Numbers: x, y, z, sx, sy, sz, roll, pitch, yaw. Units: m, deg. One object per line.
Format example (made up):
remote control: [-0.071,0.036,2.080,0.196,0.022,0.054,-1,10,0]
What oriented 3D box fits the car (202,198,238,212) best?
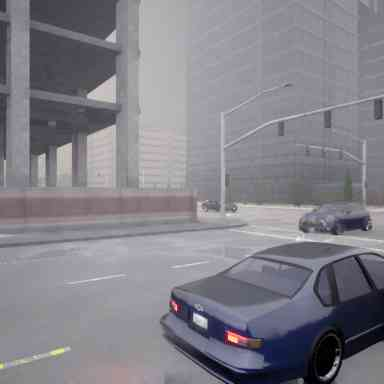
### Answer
car: [3.074,1.505,37.408,1.837,1.490,4.892,0,0,-36]

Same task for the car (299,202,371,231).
car: [7.948,1.352,18.425,4.553,1.767,2.097,0,0,-37]

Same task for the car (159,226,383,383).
car: [2.149,1.547,5.324,5.357,1.411,2.033,0,0,-35]
